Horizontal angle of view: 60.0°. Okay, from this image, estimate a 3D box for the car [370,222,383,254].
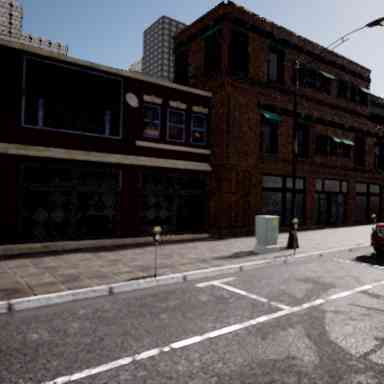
[{"bbox_3d":[9.033,1.475,12.986,5.009,1.841,2.192,1,1,-36],"label":"car"}]
